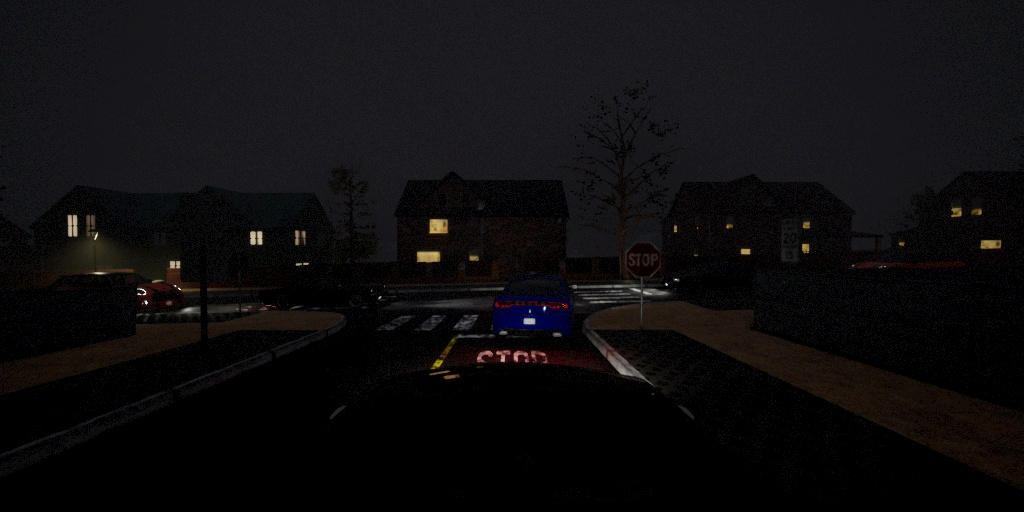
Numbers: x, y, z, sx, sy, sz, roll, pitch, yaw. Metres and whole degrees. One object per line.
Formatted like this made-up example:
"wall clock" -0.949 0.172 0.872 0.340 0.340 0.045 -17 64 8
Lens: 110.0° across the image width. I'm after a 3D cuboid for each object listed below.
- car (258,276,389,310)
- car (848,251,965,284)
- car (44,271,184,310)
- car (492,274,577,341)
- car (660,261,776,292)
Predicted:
"car" -7.812 1.506 15.210 4.718 1.301 1.895 -1 1 0
"car" 19.817 0.565 18.169 4.553 1.767 2.097 -1 1 0
"car" -16.800 1.471 15.202 4.553 1.767 2.097 -1 1 0
"car" 0.786 1.226 10.003 1.882 1.535 5.008 0 0 10
"car" 10.446 0.980 18.139 5.357 1.411 2.033 -1 1 -1
